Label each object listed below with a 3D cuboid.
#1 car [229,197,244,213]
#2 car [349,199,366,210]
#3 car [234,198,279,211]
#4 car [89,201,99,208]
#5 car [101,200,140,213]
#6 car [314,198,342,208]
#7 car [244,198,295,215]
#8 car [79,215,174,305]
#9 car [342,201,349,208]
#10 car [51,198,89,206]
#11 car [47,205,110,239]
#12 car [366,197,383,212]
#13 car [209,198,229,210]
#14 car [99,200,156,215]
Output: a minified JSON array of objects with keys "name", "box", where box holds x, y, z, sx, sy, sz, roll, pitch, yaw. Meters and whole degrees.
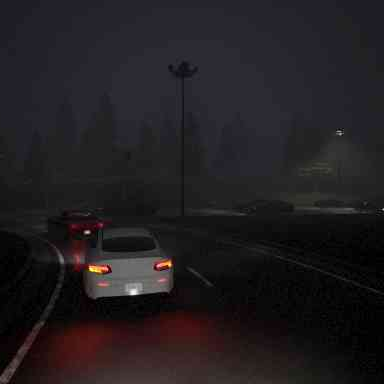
[{"name":"car","box":[7.031,1.477,36.657,5.008,1.535,1.882,0,0,-14]},{"name":"car","box":[22.066,1.351,40.309,4.553,1.767,2.097,0,0,-14]},{"name":"car","box":[7.860,1.491,40.459,4.902,1.511,2.128,0,0,-14]},{"name":"car","box":[-7.755,1.564,33.062,4.181,1.385,1.994,0,0,-14]},{"name":"car","box":[-7.874,1.564,36.636,4.181,1.385,1.994,0,0,-14]},{"name":"car","box":[19.325,1.564,46.847,4.181,1.385,1.994,0,0,-14]},{"name":"car","box":[7.975,1.525,33.295,4.674,1.442,1.812,0,0,-14]},{"name":"car","box":[-1.664,1.526,8.124,1.812,1.442,4.674,0,0,-16]},{"name":"car","box":[22.735,1.564,44.072,4.181,1.385,1.994,0,0,-14]},{"name":"car","box":[-13.799,1.477,38.798,5.008,1.535,1.882,0,0,-14]},{"name":"car","box":[-6.180,1.601,17.414,1.895,1.301,4.718,0,0,-35]},{"name":"car","box":[22.220,1.351,36.745,4.553,1.767,2.097,0,0,-14]},{"name":"car","box":[4.648,1.478,43.280,5.008,1.535,1.882,0,0,-14]},{"name":"car","box":[-5.663,1.601,29.971,4.718,1.301,1.895,0,0,-14]}]
